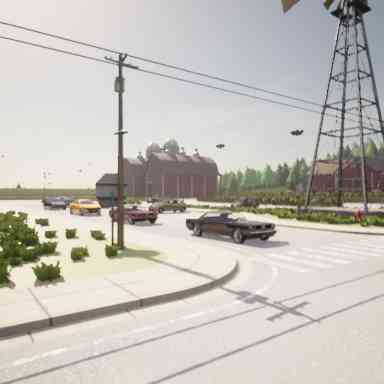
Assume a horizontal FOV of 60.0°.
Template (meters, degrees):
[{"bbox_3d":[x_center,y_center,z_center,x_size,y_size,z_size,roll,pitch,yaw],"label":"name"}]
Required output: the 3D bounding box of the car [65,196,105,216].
[{"bbox_3d":[-10.542,1.472,32.691,1.882,1.535,5.008,0,0,-36],"label":"car"}]

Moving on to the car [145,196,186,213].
[{"bbox_3d":[-2.623,1.496,35.711,4.193,1.474,1.816,0,0,-36],"label":"car"}]

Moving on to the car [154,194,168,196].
[{"bbox_3d":[-6.350,1.294,62.309,4.605,1.855,1.932,0,0,-36],"label":"car"}]

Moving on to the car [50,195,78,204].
[{"bbox_3d":[-25.321,1.471,65.803,4.611,1.667,2.242,0,0,-36],"label":"car"}]

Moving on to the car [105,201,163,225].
[{"bbox_3d":[-4.348,1.595,24.312,1.895,1.301,4.718,0,0,-36],"label":"car"}]

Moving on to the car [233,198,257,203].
[{"bbox_3d":[7.060,1.504,44.266,3.905,1.438,1.784,0,0,-36],"label":"car"}]

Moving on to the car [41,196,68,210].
[{"bbox_3d":[-17.277,1.542,41.854,2.033,1.411,5.357,0,0,-36],"label":"car"}]

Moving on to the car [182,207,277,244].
[{"bbox_3d":[1.757,1.595,16.080,1.895,1.301,4.718,0,0,-37],"label":"car"}]

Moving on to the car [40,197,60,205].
[{"bbox_3d":[-25.154,1.540,58.654,2.033,1.411,5.357,0,0,-36],"label":"car"}]

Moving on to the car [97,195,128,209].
[{"bbox_3d":[-11.037,1.304,46.261,3.866,1.878,1.905,0,0,-36],"label":"car"}]
